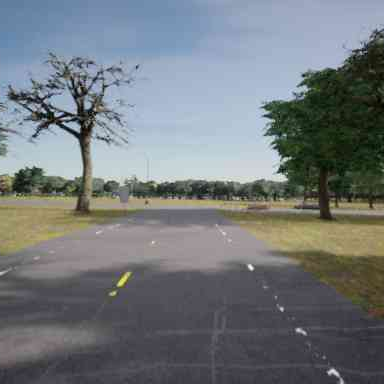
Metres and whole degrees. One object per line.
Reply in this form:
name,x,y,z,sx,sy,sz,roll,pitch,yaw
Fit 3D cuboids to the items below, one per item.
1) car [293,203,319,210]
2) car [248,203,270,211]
car,24.166,3.086,70.007,5.357,1.411,2.033,2,0,0
car,12.719,2.809,63.049,4.181,1.385,1.994,2,0,0
